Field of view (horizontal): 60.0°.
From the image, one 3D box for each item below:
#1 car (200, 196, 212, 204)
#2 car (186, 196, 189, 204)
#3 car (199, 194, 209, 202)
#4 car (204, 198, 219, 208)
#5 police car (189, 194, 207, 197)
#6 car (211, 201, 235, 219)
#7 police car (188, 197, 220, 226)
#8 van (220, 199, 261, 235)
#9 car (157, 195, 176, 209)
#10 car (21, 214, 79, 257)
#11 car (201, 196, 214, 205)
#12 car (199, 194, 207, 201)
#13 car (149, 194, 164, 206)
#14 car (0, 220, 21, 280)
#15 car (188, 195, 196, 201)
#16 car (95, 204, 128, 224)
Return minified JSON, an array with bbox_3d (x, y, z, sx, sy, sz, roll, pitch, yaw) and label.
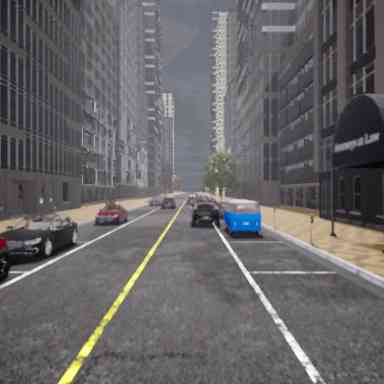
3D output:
[{"bbox_3d":[2.672,1.467,63.886,2.008,1.369,4.403,0,0,0],"label":"car"},{"bbox_3d":[-0.017,1.450,59.944,1.812,1.442,4.674,0,0,0],"label":"car"},{"bbox_3d":[2.669,1.326,75.271,1.967,1.590,4.097,0,0,0],"label":"car"},{"bbox_3d":[2.677,1.529,46.809,1.802,1.307,4.206,0,0,0],"label":"car"},{"bbox_3d":[0.889,1.381,39.476,1.930,1.638,5.238,0,0,0],"label":"police car"},{"bbox_3d":[2.682,1.549,29.731,1.802,1.307,4.206,0,0,0],"label":"car"},{"bbox_3d":[0.893,1.400,23.476,1.930,1.638,5.238,0,0,0],"label":"police car"},{"bbox_3d":[2.685,1.322,18.347,1.690,1.788,3.998,0,0,0],"label":"van"},{"bbox_3d":[-3.101,1.454,44.245,1.837,1.490,4.892,0,0,0],"label":"car"},{"bbox_3d":[-5.694,1.537,12.655,2.008,1.369,4.403,0,0,0],"label":"car"},{"bbox_3d":[2.674,1.479,58.194,2.008,1.369,4.403,0,0,0],"label":"car"},{"bbox_3d":[2.667,1.310,80.963,1.967,1.590,4.097,0,0,0],"label":"car"},{"bbox_3d":[-5.706,1.489,52.503,2.008,1.369,4.403,0,0,0],"label":"car"},{"bbox_3d":[-5.693,1.433,6.963,1.967,1.590,4.097,0,0,0],"label":"car"},{"bbox_3d":[-0.022,1.348,74.973,1.895,1.301,4.718,0,0,0],"label":"car"},{"bbox_3d":[-5.698,1.555,24.040,1.802,1.307,4.206,0,0,0],"label":"car"}]
